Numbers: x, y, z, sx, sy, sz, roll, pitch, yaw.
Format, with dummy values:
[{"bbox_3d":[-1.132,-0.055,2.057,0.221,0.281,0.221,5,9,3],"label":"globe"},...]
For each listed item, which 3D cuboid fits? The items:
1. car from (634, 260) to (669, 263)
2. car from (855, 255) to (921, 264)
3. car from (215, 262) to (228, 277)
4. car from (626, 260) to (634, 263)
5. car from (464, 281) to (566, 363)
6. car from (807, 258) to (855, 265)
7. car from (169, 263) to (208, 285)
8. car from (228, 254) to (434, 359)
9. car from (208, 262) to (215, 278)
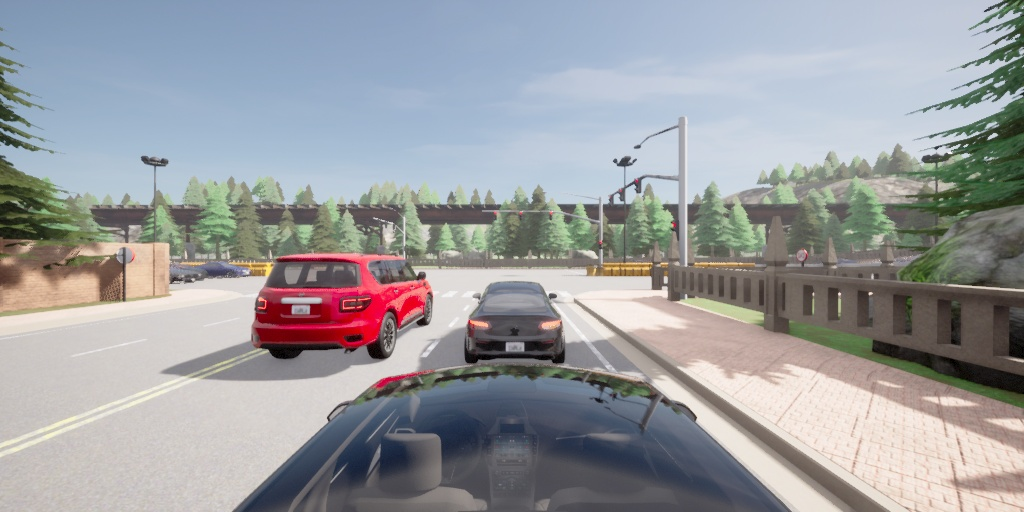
[{"bbox_3d":[16.762,1.296,39.613,5.357,1.411,2.033,0,0,0],"label":"car"},{"bbox_3d":[41.870,0.984,39.559,5.357,1.411,2.033,-3,0,0],"label":"car"},{"bbox_3d":[-26.391,1.274,32.602,4.674,1.442,1.812,0,0,0],"label":"car"},{"bbox_3d":[14.665,1.240,43.122,4.902,1.511,2.128,0,0,0],"label":"car"},{"bbox_3d":[0.062,1.275,7.980,1.812,1.442,4.674,0,0,0],"label":"car"},{"bbox_3d":[41.516,1.000,46.551,5.357,1.411,2.033,-3,0,0],"label":"car"},{"bbox_3d":[-25.421,1.296,25.597,5.357,1.411,2.033,0,0,0],"label":"car"},{"bbox_3d":[-3.441,0.971,8.531,2.150,2.045,5.566,0,0,0],"label":"car"},{"bbox_3d":[-27.254,1.312,29.106,4.181,1.385,1.994,0,0,0],"label":"car"}]
